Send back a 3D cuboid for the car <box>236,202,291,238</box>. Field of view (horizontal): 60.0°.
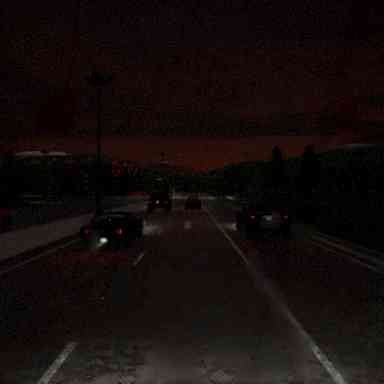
[{"bbox_3d":[3.602,1.292,17.536,2.097,1.767,4.553,0,0,0],"label":"car"}]

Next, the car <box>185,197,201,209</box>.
[{"bbox_3d":[0.103,1.335,41.701,1.882,1.535,5.008,0,0,0],"label":"car"}]

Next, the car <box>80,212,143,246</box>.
[{"bbox_3d":[-3.399,1.549,15.038,1.895,1.301,4.718,0,0,0],"label":"car"}]

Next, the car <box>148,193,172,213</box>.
[{"bbox_3d":[-3.398,1.099,35.612,2.150,2.045,5.566,0,0,0],"label":"car"}]

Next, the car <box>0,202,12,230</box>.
[{"bbox_3d":[-11.525,1.291,17.361,2.097,1.767,4.553,0,0,0],"label":"car"}]
